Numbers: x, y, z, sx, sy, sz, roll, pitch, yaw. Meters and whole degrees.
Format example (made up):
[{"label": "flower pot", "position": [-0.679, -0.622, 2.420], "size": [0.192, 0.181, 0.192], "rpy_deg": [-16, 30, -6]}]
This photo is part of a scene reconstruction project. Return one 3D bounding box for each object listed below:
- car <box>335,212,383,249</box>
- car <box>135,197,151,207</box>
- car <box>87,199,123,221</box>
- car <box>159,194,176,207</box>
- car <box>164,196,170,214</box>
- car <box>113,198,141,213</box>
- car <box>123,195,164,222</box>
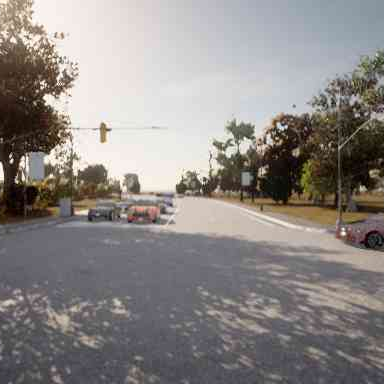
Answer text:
[{"label": "car", "position": [8.337, 1.555, 14.050], "size": [4.181, 1.385, 1.994], "rpy_deg": [0, 0, -3]}, {"label": "car", "position": [-7.274, 1.506, 49.874], "size": [1.895, 1.301, 4.718], "rpy_deg": [0, 0, -1]}, {"label": "car", "position": [-7.106, 1.483, 27.366], "size": [1.837, 1.490, 4.892], "rpy_deg": [0, 0, 0]}, {"label": "car", "position": [-3.739, 1.440, 48.288], "size": [1.812, 1.442, 4.674], "rpy_deg": [0, 0, -1]}, {"label": "car", "position": [-3.620, 1.471, 34.760], "size": [1.837, 1.490, 4.892], "rpy_deg": [0, 0, 0]}, {"label": "car", "position": [-7.128, 1.453, 36.785], "size": [2.128, 1.511, 4.902], "rpy_deg": [0, 0, 0]}, {"label": "car", "position": [-3.605, 1.332, 25.616], "size": [2.097, 1.767, 4.553], "rpy_deg": [0, 0, 0]}]
